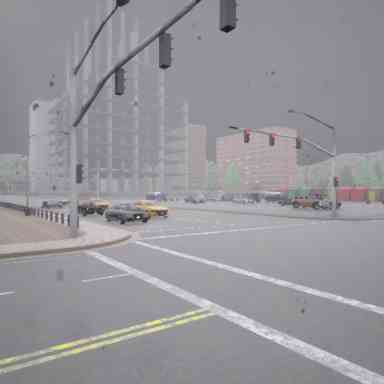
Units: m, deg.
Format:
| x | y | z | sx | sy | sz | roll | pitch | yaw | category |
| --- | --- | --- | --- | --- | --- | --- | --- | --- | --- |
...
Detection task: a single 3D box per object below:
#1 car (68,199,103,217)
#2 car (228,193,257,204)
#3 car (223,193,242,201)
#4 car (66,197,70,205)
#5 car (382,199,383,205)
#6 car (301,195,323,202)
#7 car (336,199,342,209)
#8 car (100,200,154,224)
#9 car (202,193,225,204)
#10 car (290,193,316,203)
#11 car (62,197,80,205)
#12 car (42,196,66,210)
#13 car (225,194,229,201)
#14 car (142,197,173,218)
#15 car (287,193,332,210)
| x | y | z | sx | sy | sz | roll | pitch | yaw | category |
| --- | --- | --- | --- | --- | --- | --- | --- | --- | --- |
| -9.952 | 1.601 | 31.755 | 1.895 | 1.301 | 4.718 | 0 | 0 | -36 | car |
| 8.763 | 1.395 | 57.717 | 1.970 | 1.475 | 3.806 | 0 | 0 | -35 | car |
| 9.273 | 1.153 | 76.639 | 1.932 | 1.855 | 4.605 | 0 | 0 | -35 | car |
| -21.206 | 1.478 | 53.714 | 1.882 | 1.535 | 5.008 | 0 | 0 | -35 | car |
| 32.642 | 1.156 | 53.263 | 1.905 | 1.878 | 3.866 | 0 | 0 | -35 | car |
| 24.906 | 1.364 | 69.173 | 1.784 | 1.438 | 3.905 | 0 | 0 | -35 | car |
| 16.645 | 1.156 | 41.896 | 1.905 | 1.878 | 3.866 | 0 | 0 | -35 | car |
| -4.871 | 1.564 | 24.630 | 1.994 | 1.385 | 4.181 | 0 | 0 | -35 | car |
| 4.748 | 1.395 | 73.376 | 1.970 | 1.475 | 3.806 | 0 | 0 | -35 | car |
| 22.504 | 1.153 | 67.552 | 1.932 | 1.855 | 4.605 | 0 | 0 | -35 | car |
| -22.544 | 1.564 | 61.818 | 1.994 | 1.385 | 4.181 | 0 | 0 | -35 | car |
| -18.330 | 1.526 | 43.541 | 1.812 | 1.442 | 4.674 | 0 | 0 | -35 | car |
| 7.111 | 1.364 | 75.048 | 1.784 | 1.438 | 3.905 | 0 | 0 | -35 | car |
| -3.888 | 1.478 | 29.280 | 1.882 | 1.535 | 5.008 | 0 | 0 | -35 | car |
| 14.251 | 1.153 | 40.269 | 1.932 | 1.855 | 4.605 | 0 | 0 | -35 | car |
